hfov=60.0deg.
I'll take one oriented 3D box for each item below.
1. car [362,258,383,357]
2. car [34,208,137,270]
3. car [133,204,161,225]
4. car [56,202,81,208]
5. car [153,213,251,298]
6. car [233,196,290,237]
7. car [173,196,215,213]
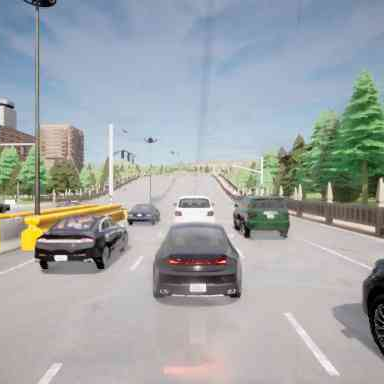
[{"bbox_3d":[3.608,1.222,2.616,2.150,2.045,5.566,0,0,1],"label":"car"},{"bbox_3d":[-3.390,1.492,11.018,2.128,1.511,4.902,0,0,0],"label":"car"},{"bbox_3d":[-3.385,1.547,23.975,2.033,1.411,5.357,0,0,0],"label":"car"},{"bbox_3d":[-10.478,1.586,28.456,1.994,1.385,4.181,0,0,0],"label":"car"},{"bbox_3d":[0.109,1.505,8.512,1.837,1.490,4.892,0,0,0],"label":"car"},{"bbox_3d":[3.617,1.222,18.124,2.150,2.045,5.566,0,0,-1],"label":"car"},{"bbox_3d":[0.115,1.221,18.808,2.150,2.045,5.566,0,0,0],"label":"car"}]
